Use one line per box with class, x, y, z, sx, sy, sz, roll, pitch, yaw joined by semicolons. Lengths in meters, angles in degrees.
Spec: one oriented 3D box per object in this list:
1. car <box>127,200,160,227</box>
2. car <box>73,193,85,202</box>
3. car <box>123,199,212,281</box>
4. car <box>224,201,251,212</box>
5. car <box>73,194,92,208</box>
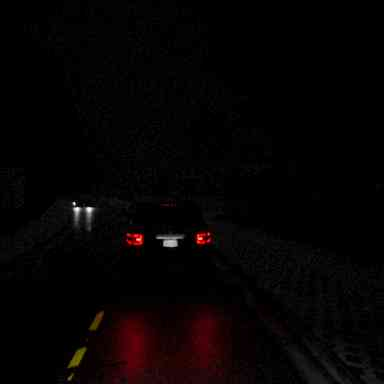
car;-3.509;1.418;23.201;1.882;1.535;5.008;1;0;-13
car;-20.813;1.033;61.174;1.882;1.535;5.008;1;0;-20
car;-0.849;1.210;10.000;2.150;2.045;5.566;0;0;-8
car;5.927;1.709;37.063;5.008;1.535;1.882;1;-3;-20
car;-14.230;1.226;43.519;1.812;1.442;4.674;1;0;-21
